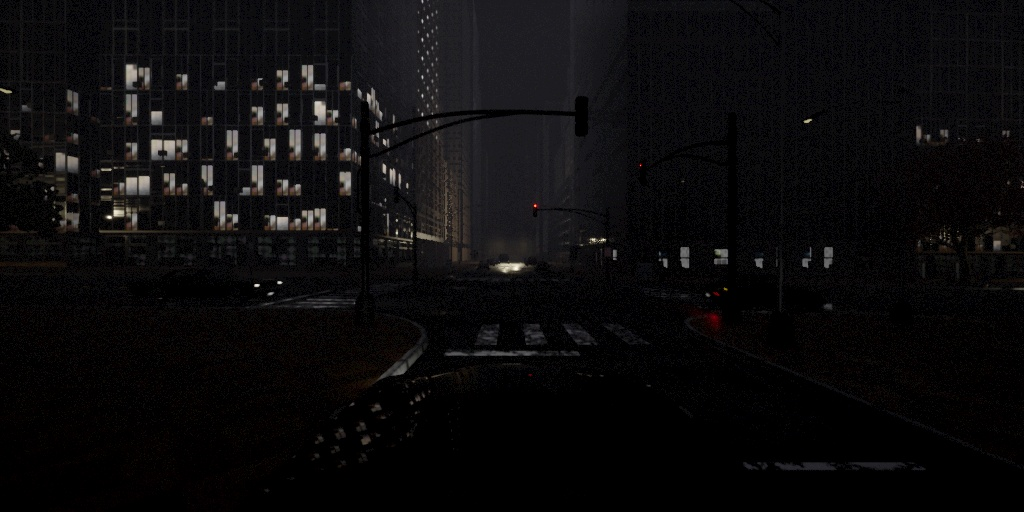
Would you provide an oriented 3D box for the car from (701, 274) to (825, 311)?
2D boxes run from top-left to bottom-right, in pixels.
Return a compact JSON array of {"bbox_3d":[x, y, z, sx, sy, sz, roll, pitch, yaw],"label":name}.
[{"bbox_3d":[10.579,1.492,15.284,4.674,1.442,1.812,1,0,-3],"label":"car"}]

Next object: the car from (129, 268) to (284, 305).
[{"bbox_3d":[-11.857,1.158,14.221,4.718,1.301,1.895,1,0,-3],"label":"car"}]

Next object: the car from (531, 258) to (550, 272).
[{"bbox_3d":[3.885,1.321,46.537,1.948,1.339,4.313,0,0,0],"label":"car"}]

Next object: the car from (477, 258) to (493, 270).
[{"bbox_3d":[-4.073,1.334,52.022,1.802,1.307,4.207,0,0,0],"label":"car"}]
